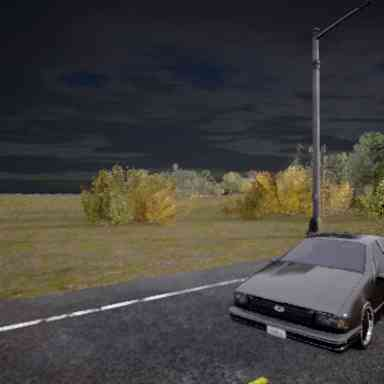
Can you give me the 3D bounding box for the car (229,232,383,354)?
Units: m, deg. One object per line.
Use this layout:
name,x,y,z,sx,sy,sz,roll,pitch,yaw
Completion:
car,2.960,1.539,6.556,2.033,1.411,5.357,0,0,42
